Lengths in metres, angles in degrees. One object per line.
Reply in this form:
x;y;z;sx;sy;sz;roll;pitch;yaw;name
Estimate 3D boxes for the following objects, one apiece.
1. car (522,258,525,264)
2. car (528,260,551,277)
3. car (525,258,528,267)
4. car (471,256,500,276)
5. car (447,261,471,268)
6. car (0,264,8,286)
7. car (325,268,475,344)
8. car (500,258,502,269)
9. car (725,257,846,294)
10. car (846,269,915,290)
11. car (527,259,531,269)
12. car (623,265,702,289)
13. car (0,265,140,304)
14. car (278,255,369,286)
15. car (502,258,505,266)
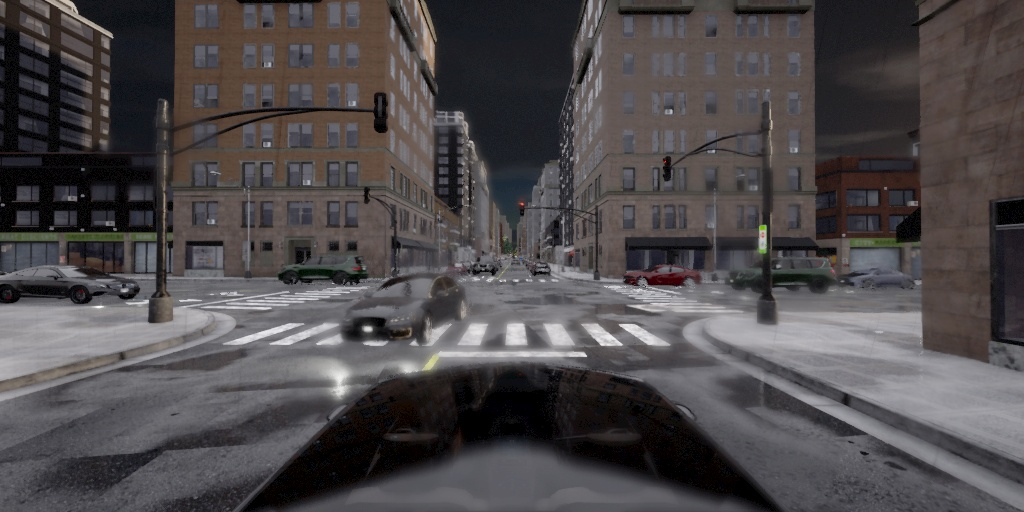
3.298;1.316;63.849;1.948;1.339;4.313;0;0;1;car
2.962;1.319;36.197;1.948;1.339;4.313;0;0;1;car
3.096;1.303;47.258;2.007;1.370;4.403;0;0;1;car
-2.787;0.976;37.804;2.150;2.045;5.566;0;0;1;car
-5.563;1.336;36.297;1.802;1.307;4.207;0;0;1;car
-33.583;1.129;21.276;4.718;1.301;1.895;0;-1;0;car
-2.604;1.257;9.723;1.837;1.490;4.892;-2;0;8;car
-2.665;1.258;47.892;1.837;1.490;4.892;0;0;1;car
15.613;1.101;20.978;5.566;2.045;2.150;0;-1;0;car
24.288;1.537;24.167;4.181;1.385;1.994;0;-1;0;car
3.029;1.298;41.728;1.888;1.381;4.507;0;0;1;car
10.110;1.355;24.259;5.008;1.535;1.882;0;-1;0;car
-17.929;1.106;14.483;4.674;1.442;1.812;0;-1;1;car
-12.701;0.939;24.396;5.566;2.045;2.150;0;-1;0;car
-2.529;1.353;58.148;1.895;1.301;4.718;0;0;1;car
